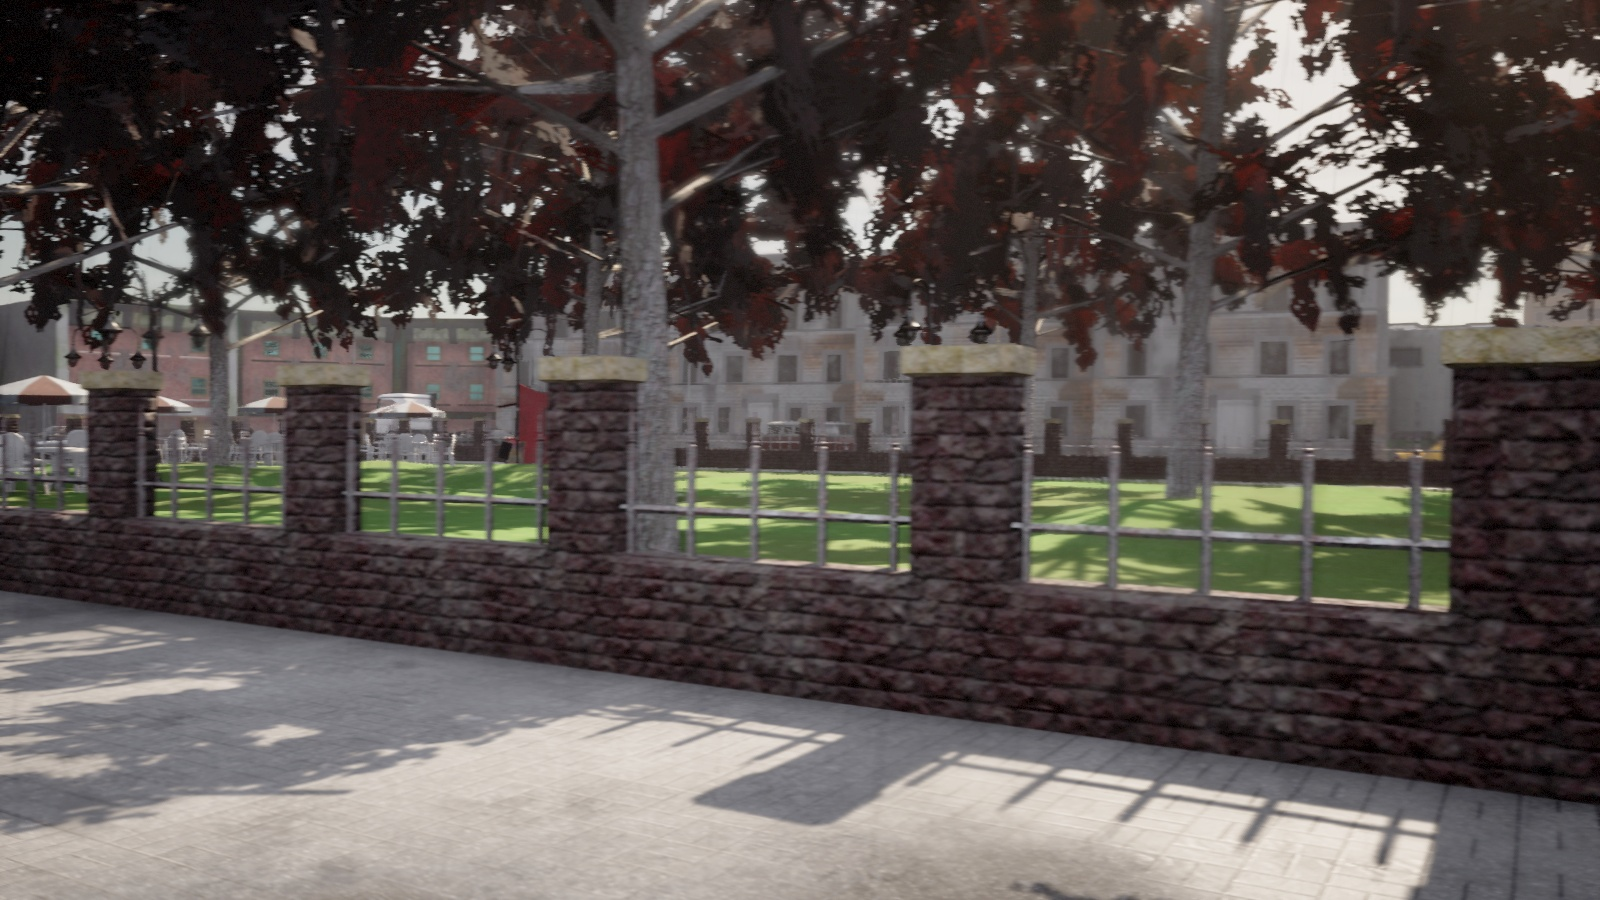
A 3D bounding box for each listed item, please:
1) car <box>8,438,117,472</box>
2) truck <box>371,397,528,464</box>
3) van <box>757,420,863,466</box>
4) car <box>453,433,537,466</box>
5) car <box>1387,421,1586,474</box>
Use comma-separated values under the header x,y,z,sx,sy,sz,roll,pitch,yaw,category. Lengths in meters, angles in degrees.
x,y,z,sx,sy,sz,roll,pitch,yaw,category
-33.483,0.205,57.100,1.970,1.475,3.806,0,1,31,car
-18.781,-1.019,67.296,7.936,3.462,2.891,0,1,21,truck
0.430,-0.312,56.568,4.442,1.987,1.775,0,1,31,van
-14.816,-0.008,60.994,3.705,1.549,1.789,0,1,28,car
21.468,-0.079,39.389,5.366,1.575,1.801,0,1,31,car
